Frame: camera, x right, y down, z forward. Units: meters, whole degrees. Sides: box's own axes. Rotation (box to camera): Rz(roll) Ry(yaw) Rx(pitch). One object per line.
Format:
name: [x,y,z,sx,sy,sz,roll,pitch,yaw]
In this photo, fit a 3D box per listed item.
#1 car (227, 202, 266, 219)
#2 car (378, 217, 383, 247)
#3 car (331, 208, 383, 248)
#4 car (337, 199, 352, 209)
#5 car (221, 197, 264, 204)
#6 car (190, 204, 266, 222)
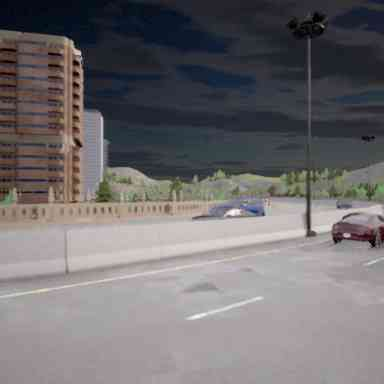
car: [5.708,1.819,34.242,1.837,1.490,4.892,0,0,37]
car: [8.183,1.604,10.863,4.902,1.511,2.128,1,-1,-43]
car: [8.208,1.681,15.706,4.674,1.442,1.812,1,-1,-44]
car: [25.025,1.881,54.632,2.097,1.767,4.553,0,-1,21]
car: [3.774,1.463,26.460,2.150,2.045,5.566,0,-1,42]
car: [1.907,1.669,19.586,4.902,1.511,2.128,1,-1,-44]
